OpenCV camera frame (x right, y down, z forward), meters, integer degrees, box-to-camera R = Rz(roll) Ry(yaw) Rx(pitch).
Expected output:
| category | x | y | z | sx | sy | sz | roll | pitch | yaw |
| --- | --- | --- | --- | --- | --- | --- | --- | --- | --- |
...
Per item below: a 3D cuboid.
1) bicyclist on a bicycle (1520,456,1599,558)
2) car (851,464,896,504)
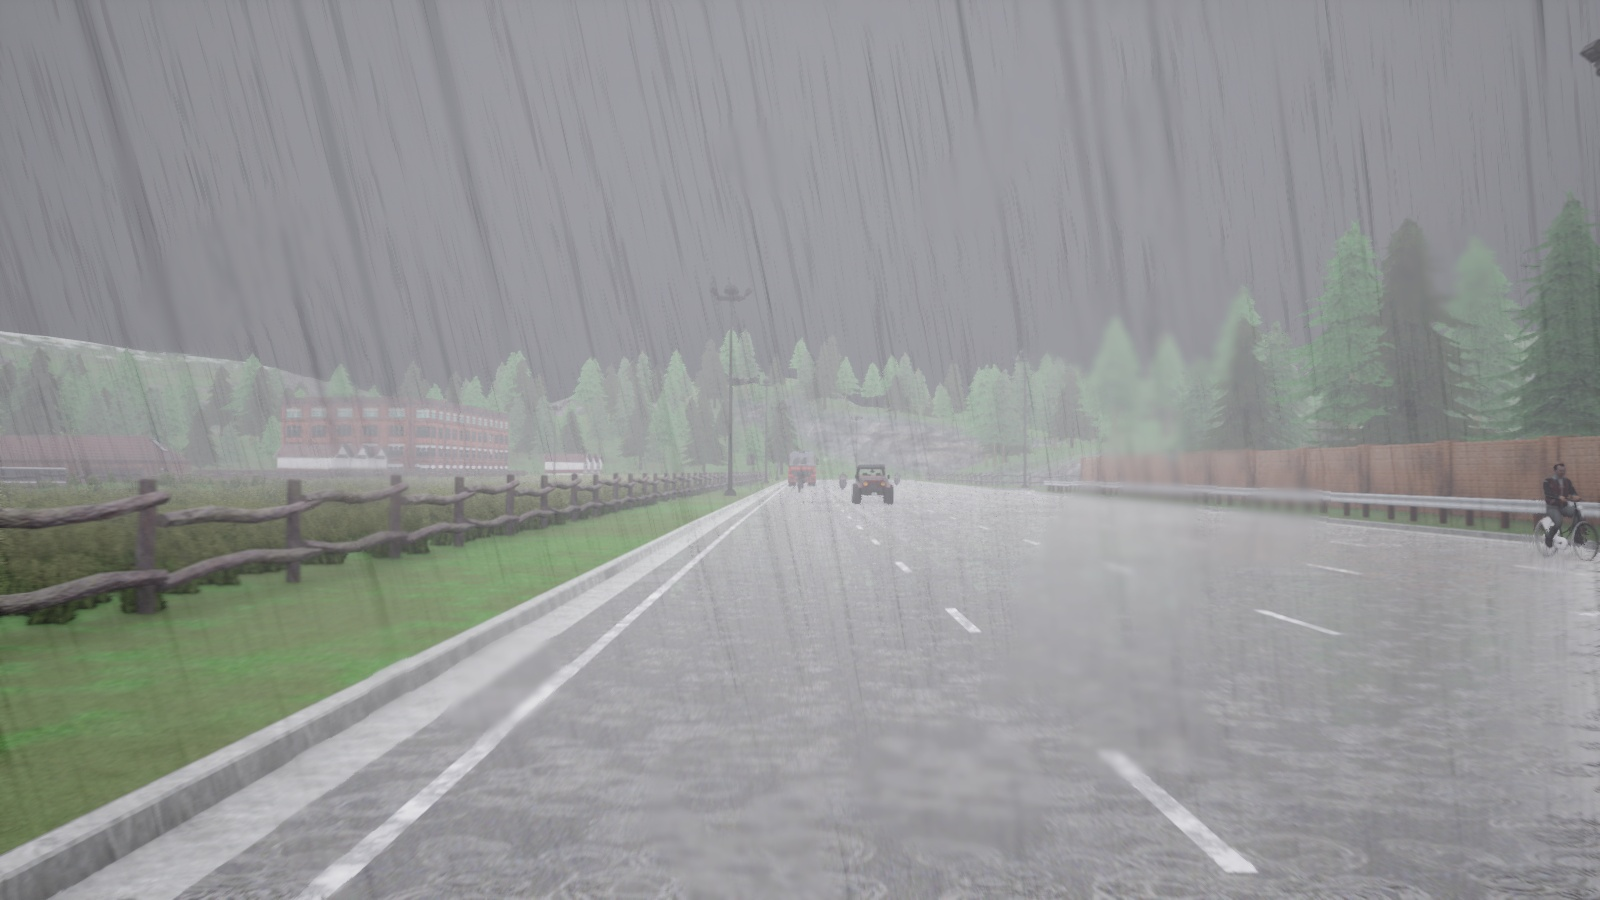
| category | x | y | z | sx | sy | sz | roll | pitch | yaw |
| --- | --- | --- | --- | --- | --- | --- | --- | --- | --- |
| bicyclist on a bicycle | 13.944 | 1.011 | 22.795 | 0.659 | 1.776 | 1.843 | 0 | -1 | 0 |
| car | 3.498 | 1.607 | 60.420 | 1.905 | 1.878 | 3.866 | 0 | -1 | 0 |
